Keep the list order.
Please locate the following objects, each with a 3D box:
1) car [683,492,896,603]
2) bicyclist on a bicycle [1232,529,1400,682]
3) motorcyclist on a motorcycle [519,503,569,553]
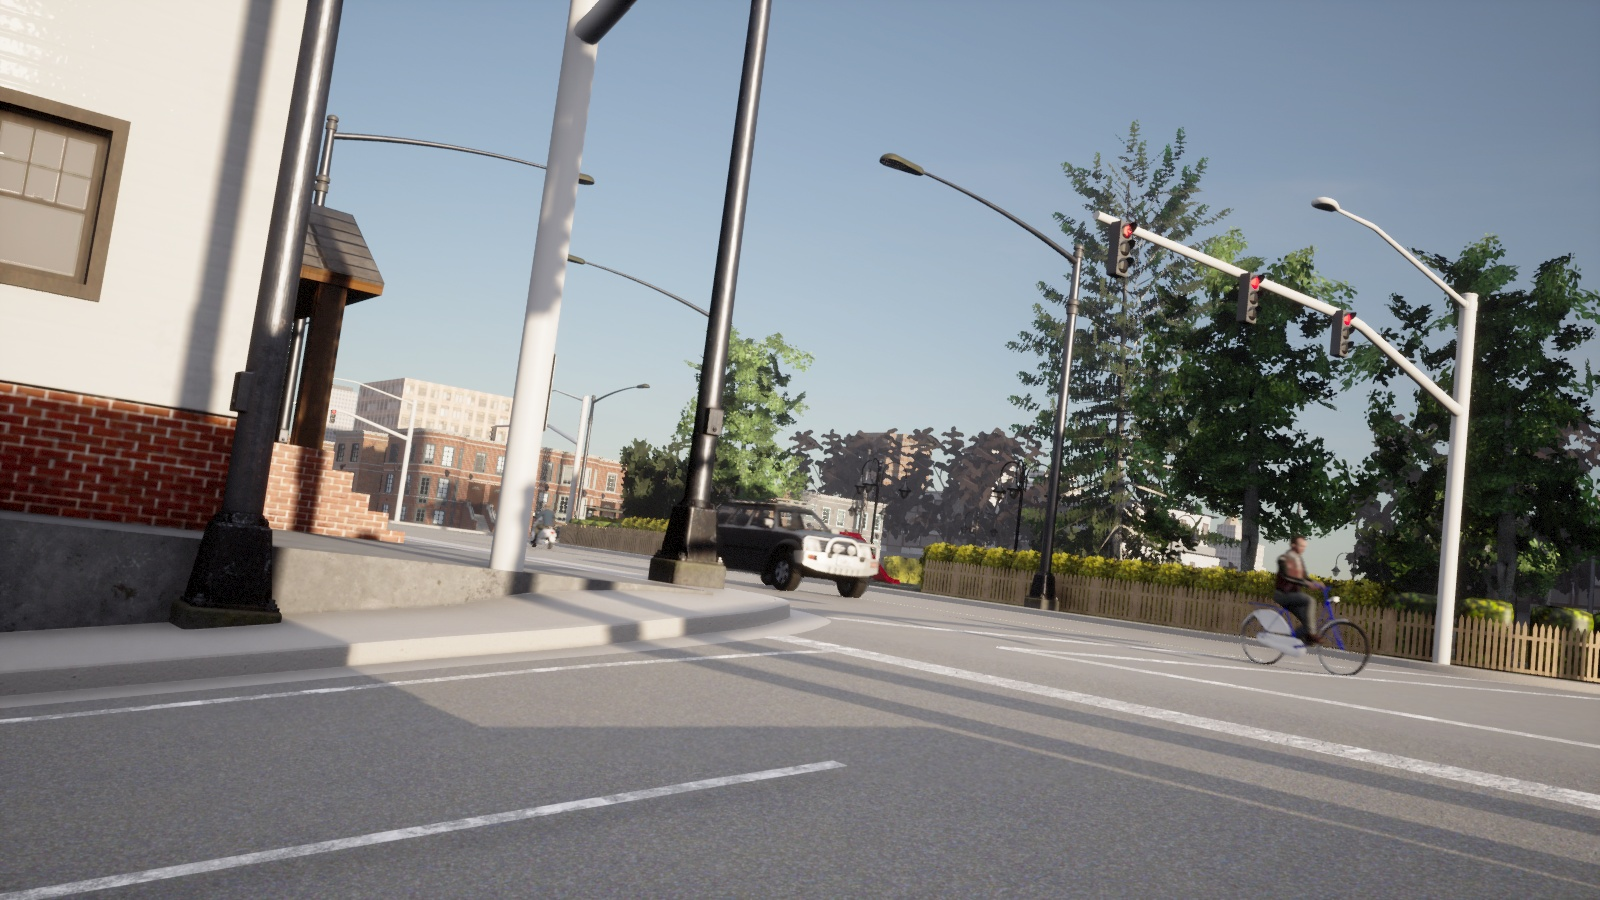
[{"bbox_3d":[-0.323,1.979,26.168,1.932,1.855,4.605,10,-6,-35],"label":"car"},{"bbox_3d":[6.669,1.979,16.309,0.659,1.776,1.843,10,-7,-35],"label":"bicyclist on a bicycle"},{"bbox_3d":[-9.077,2.737,44.431,0.866,1.590,1.817,10,-6,-35],"label":"motorcyclist on a motorcycle"}]
